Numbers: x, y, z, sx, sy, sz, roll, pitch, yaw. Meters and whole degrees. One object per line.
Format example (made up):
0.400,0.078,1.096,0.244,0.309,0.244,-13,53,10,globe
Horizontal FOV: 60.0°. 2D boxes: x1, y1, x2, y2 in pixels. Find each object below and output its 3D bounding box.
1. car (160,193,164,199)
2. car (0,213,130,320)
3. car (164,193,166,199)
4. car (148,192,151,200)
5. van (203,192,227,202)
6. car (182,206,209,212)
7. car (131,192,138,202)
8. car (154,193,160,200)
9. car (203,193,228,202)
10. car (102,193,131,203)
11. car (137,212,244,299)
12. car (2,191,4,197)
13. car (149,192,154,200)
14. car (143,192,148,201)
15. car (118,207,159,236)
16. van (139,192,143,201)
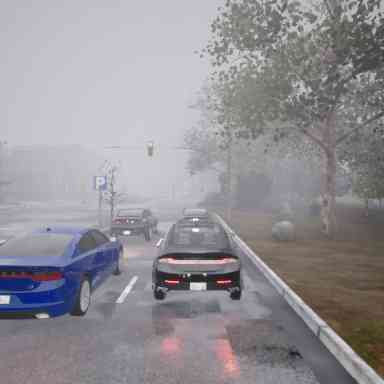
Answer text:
-10.943,1.064,88.698,5.566,2.045,2.435,-1,0,-12,car
-2.886,1.487,7.534,1.882,1.535,5.008,0,0,0,car
-10.519,1.316,91.676,5.008,1.535,2.097,-1,0,-12,car
-12.588,1.359,76.709,4.674,1.452,2.002,-1,0,-13,car
4.326,1.042,64.341,4.442,1.987,1.878,1,0,-14,van
0.184,1.530,17.879,1.837,1.490,4.892,0,0,0,car
-13.756,1.315,64.751,5.366,1.575,1.946,-1,0,-15,car
-11.395,1.357,85.692,4.674,1.452,2.002,-1,0,-12,car
4.712,1.141,67.311,4.553,1.767,2.185,1,0,-14,car
-14.403,1.358,61.759,4.792,1.488,2.163,-1,0,-15,car
0.117,1.503,8.467,2.128,1.511,4.902,0,0,0,car
-31.130,0.136,52.639,2.002,1.452,4.674,6,-3,-19,car
-12.214,1.359,79.710,4.674,1.452,2.002,-1,0,-13,car
-12.963,1.321,73.714,4.892,1.521,2.231,-1,0,-14,car
-2.826,1.530,16.965,1.837,1.490,4.892,0,0,1,car
-13.193,1.093,70.743,4.442,1.987,1.878,-1,0,-14,van
